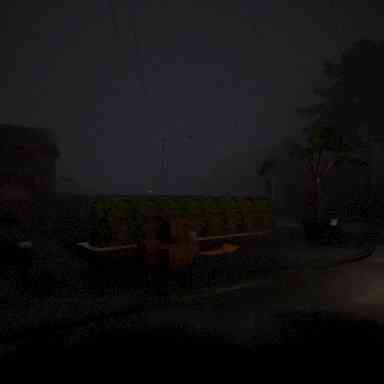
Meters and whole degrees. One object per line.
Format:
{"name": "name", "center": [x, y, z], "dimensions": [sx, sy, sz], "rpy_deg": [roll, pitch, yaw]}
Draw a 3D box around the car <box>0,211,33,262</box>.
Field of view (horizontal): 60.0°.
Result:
{"name": "car", "center": [-6.477, 1.356, 10.777], "dimensions": [2.033, 1.415, 5.357], "rpy_deg": [0, 0, -33]}
